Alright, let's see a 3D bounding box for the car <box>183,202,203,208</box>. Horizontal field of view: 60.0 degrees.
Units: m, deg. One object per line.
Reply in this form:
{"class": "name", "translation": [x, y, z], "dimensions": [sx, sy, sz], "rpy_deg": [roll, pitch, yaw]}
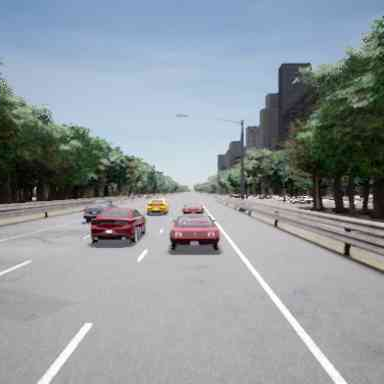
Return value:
{"class": "car", "translation": [0.098, 1.550, 30.764], "dimensions": [1.895, 1.301, 4.718], "rpy_deg": [0, 0, 0]}

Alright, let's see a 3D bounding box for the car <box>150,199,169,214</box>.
{"class": "car", "translation": [-3.402, 1.415, 33.849], "dimensions": [1.882, 1.535, 5.008], "rpy_deg": [0, 0, 0]}

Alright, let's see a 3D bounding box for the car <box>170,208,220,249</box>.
{"class": "car", "translation": [0.101, 1.594, 14.456], "dimensions": [1.895, 1.301, 4.718], "rpy_deg": [0, 0, 0]}

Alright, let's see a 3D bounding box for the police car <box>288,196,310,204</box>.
{"class": "police car", "translation": [22.041, 1.572, 68.301], "dimensions": [2.038, 1.542, 4.974], "rpy_deg": [0, 1, -40]}

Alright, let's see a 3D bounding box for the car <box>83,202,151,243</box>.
{"class": "car", "translation": [-3.402, 1.467, 16.127], "dimensions": [1.882, 1.535, 5.008], "rpy_deg": [0, 0, 0]}

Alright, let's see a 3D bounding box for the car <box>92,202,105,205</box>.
{"class": "car", "translation": [-6.903, 1.512, 26.040], "dimensions": [2.033, 1.411, 5.357], "rpy_deg": [0, 0, 0]}
